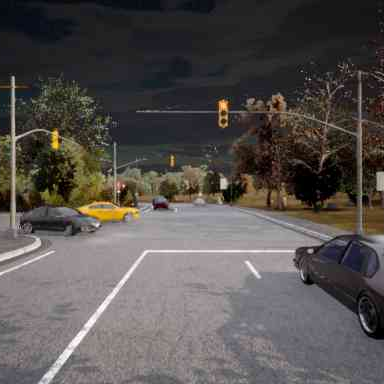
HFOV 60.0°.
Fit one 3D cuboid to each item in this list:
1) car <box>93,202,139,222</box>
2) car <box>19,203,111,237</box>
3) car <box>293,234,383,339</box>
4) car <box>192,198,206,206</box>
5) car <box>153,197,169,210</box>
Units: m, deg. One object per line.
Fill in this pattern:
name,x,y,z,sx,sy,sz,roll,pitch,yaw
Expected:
car,-6.474,1.485,24.821,5.008,1.535,1.882,-1,1,-20
car,-7.099,1.517,18.001,4.892,1.490,1.837,-1,-1,23
car,3.611,1.547,6.493,2.033,1.411,5.357,0,0,0
car,1.290,1.908,62.325,1.812,1.442,4.674,0,-1,-9
car,-3.960,1.677,43.422,1.895,1.301,4.718,0,-1,-2
